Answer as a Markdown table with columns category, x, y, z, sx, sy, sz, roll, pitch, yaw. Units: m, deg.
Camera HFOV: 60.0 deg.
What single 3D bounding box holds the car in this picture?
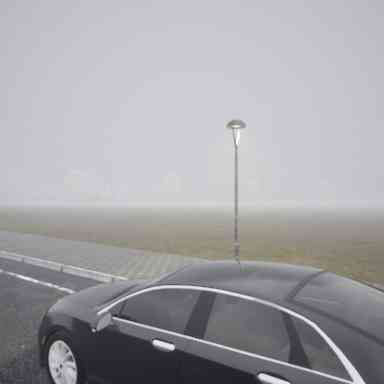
| category | x | y | z | sx | sy | sz | roll | pitch | yaw |
| --- | --- | --- | --- | --- | --- | --- | --- | --- | --- |
| car | 0.305 | 1.507 | 3.493 | 4.892 | 1.490 | 1.837 | 0 | 0 | 36 |
